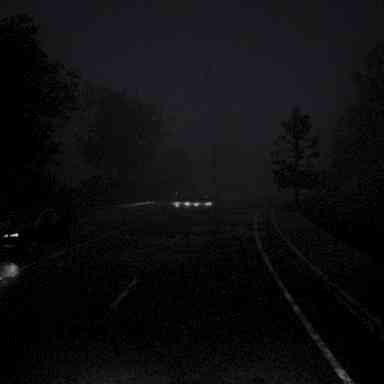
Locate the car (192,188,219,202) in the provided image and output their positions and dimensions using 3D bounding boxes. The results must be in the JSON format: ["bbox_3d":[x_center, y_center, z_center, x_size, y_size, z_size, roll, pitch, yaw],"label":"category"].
[{"bbox_3d":[2.125,0.508,44.742,1.882,1.535,5.008,-1,1,22],"label":"car"}]

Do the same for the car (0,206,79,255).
[{"bbox_3d":[-6.138,1.342,12.827,2.128,1.511,4.902,0,1,7],"label":"car"}]

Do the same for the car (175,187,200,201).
[{"bbox_3d":[-0.404,0.247,47.793,2.150,2.045,5.566,-1,1,24],"label":"car"}]
